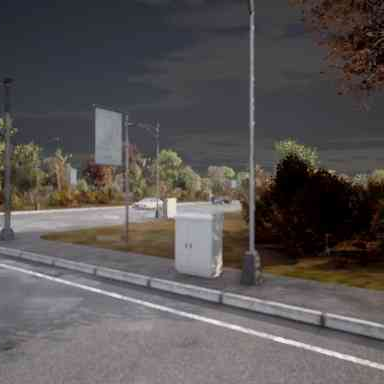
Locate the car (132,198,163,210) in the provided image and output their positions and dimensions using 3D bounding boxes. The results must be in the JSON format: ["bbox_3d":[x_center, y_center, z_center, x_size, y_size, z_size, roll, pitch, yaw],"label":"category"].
[{"bbox_3d":[-5.529,1.503,42.001,1.812,1.442,4.674,0,0,32],"label":"car"}]

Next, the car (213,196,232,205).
[{"bbox_3d":[5.416,1.477,59.031,2.128,1.511,4.902,0,0,33],"label":"car"}]
